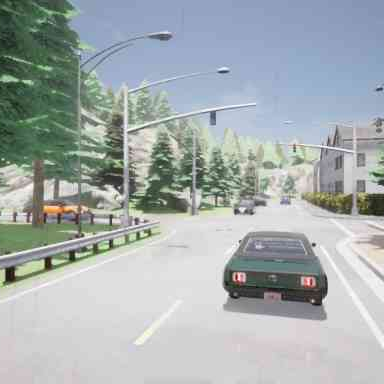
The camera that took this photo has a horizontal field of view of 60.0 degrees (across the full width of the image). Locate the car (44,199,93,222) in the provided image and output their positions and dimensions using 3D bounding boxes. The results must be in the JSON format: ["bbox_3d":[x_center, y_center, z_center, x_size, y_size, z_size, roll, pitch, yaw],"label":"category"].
[{"bbox_3d":[-10.266,1.367,26.566,4.553,1.767,2.097,0,0,16],"label":"car"}]

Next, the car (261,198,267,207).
[{"bbox_3d":[10.563,1.601,51.395,1.895,1.301,4.718,0,0,16],"label":"car"}]

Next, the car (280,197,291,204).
[{"bbox_3d":[17.355,1.547,61.750,2.033,1.411,5.357,0,0,16],"label":"car"}]

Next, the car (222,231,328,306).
[{"bbox_3d":[2.059,1.601,8.143,1.895,1.301,4.718,0,0,16],"label":"car"}]

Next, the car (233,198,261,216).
[{"bbox_3d":[5.255,1.492,32.855,2.128,1.511,4.902,0,0,16],"label":"car"}]
